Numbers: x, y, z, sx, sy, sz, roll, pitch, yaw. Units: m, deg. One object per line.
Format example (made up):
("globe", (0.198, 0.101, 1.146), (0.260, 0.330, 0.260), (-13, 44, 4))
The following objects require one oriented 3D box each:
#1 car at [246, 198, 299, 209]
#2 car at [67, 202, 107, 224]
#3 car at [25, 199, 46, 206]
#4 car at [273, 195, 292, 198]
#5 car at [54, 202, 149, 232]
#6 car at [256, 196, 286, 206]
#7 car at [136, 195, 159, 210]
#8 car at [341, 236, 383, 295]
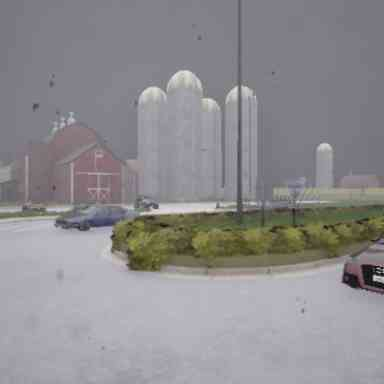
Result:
("car", (7.175, 1.555, 30.384), (5.357, 1.411, 2.033), (0, 0, -36))
("car", (-8.060, 1.525, 25.314), (1.784, 1.438, 3.905), (0, 0, -36))
("car", (-16.568, 1.511, 35.038), (1.816, 1.474, 4.193), (0, 0, -36))
("car", (10.048, 1.319, 38.636), (1.932, 1.855, 4.605), (0, 0, -36))
("car", (-5.528, 1.551, 20.399), (2.033, 1.411, 5.357), (0, 0, 42))
("car", (13.634, 1.494, 57.590), (2.242, 1.667, 4.611), (0, 0, -36))
("car", (-5.978, 1.321, 43.401), (1.905, 1.878, 3.866), (0, 0, -36))
("car", (5.404, 1.565, 7.847), (4.181, 1.385, 1.994), (0, 0, -36))
